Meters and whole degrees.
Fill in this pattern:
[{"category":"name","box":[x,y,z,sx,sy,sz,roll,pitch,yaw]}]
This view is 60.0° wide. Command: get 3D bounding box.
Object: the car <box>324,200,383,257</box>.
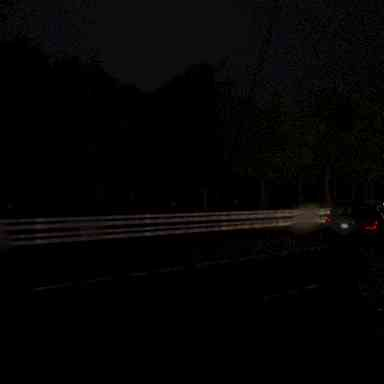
[{"category":"car","box":[7.754,1.344,13.699,5.566,2.045,2.150,0,0,-35]}]
